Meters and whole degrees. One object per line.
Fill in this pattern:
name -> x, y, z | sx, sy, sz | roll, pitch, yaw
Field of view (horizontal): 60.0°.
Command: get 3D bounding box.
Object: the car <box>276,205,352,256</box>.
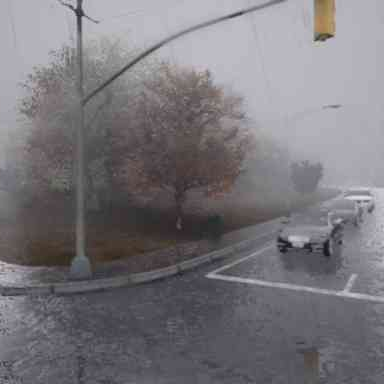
car -> 4.871, 1.508, 13.409 | 2.128, 1.511, 4.902 | -1, 0, 31

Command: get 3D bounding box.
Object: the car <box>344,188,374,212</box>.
car -> 15.498, 0.685, 30.810 | 2.150, 2.045, 5.566 | -1, 2, 32

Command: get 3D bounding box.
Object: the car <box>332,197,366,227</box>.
car -> 9.981, 1.342, 21.784 | 1.837, 1.490, 4.892 | -1, 1, 31
